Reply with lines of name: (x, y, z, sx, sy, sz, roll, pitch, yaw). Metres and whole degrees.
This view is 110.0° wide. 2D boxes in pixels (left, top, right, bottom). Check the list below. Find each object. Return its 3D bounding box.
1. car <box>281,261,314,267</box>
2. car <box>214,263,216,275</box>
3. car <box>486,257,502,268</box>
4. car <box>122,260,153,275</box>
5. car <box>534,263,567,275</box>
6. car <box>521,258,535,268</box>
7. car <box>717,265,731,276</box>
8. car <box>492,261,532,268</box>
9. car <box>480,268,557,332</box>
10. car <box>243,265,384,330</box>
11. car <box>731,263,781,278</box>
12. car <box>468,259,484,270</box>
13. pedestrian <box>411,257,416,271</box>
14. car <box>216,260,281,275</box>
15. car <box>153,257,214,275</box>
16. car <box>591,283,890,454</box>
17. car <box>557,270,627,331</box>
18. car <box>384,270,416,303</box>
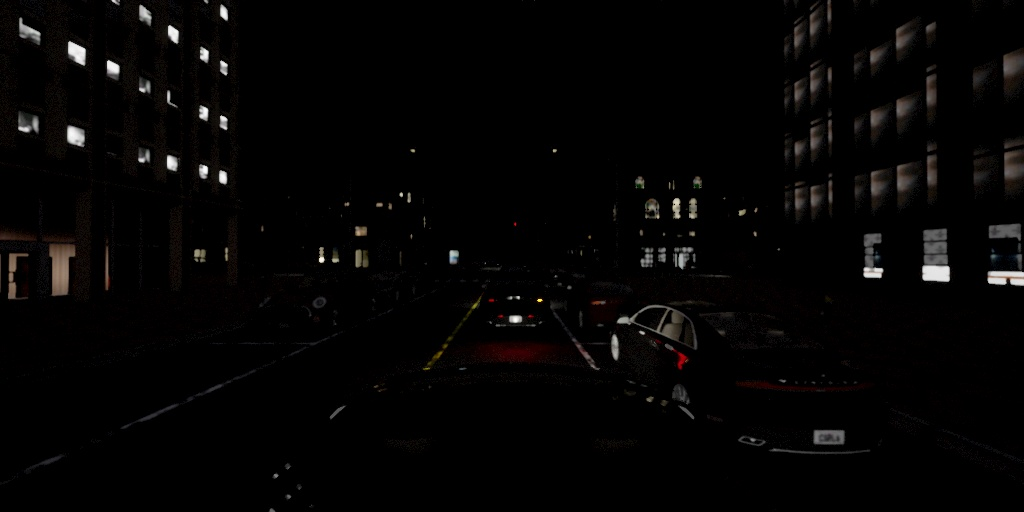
car: (-25.473, 1.261, 43.073, 4.829, 1.417, 1.751, 0, 0, 1)
car: (-27.479, 1.178, 37.319, 4.902, 1.511, 2.128, 0, 0, 1)
car: (-3.080, 1.328, 63.566, 1.882, 1.535, 5.008, 0, 0, 0)
car: (-36.504, 1.182, 34.856, 4.403, 1.370, 2.007, 0, 0, 1)
car: (2.681, 1.333, 22.301, 2.007, 1.370, 4.403, 0, 0, 0)
car: (2.666, 1.401, 54.691, 1.948, 1.339, 4.313, 0, 0, 0)
car: (25.158, 1.510, 39.728, 4.181, 1.385, 1.994, 0, 0, 1)
car: (0.086, 1.260, 22.124, 1.882, 1.535, 5.008, 0, 0, 2)
car: (0.094, 1.268, 10.904, 1.837, 1.490, 4.892, 0, -1, 0)
car: (-5.694, 1.205, 10.930, 1.967, 1.591, 4.097, 0, 0, 0)
car: (23.627, 1.480, 33.923, 4.207, 1.307, 1.802, 0, 0, 1)
car: (-5.715, 1.418, 54.700, 1.802, 1.307, 4.207, 0, 0, 0)
pedestrian: (-12.572, 0.952, 45.832, 0.375, 1.860, 0.375, 0, -1, 1)
car: (-25.431, 1.228, 34.691, 4.403, 1.370, 2.007, 0, 0, 1)
car: (-30.967, 0.969, 34.774, 5.009, 1.841, 2.192, 0, 0, 1)
car: (2.689, 1.306, 5.225, 2.007, 1.370, 4.403, 0, 0, 0)
car: (2.686, 1.310, 10.917, 1.888, 1.381, 4.507, 0, 0, 0)
car: (-5.697, 1.325, 16.622, 2.007, 1.370, 4.403, 0, 0, 0)
